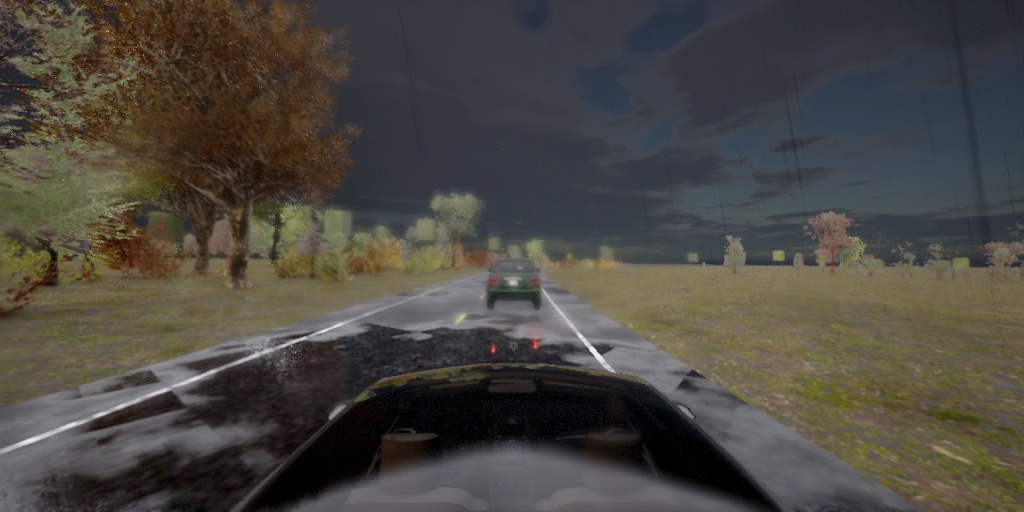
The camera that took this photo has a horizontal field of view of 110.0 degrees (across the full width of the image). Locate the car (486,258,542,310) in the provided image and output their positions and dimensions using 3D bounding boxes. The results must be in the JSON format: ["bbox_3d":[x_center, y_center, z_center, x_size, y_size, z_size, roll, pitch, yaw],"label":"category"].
[{"bbox_3d":[0.104,1.107,15.798,2.150,2.045,5.566,0,0,1],"label":"car"}]
